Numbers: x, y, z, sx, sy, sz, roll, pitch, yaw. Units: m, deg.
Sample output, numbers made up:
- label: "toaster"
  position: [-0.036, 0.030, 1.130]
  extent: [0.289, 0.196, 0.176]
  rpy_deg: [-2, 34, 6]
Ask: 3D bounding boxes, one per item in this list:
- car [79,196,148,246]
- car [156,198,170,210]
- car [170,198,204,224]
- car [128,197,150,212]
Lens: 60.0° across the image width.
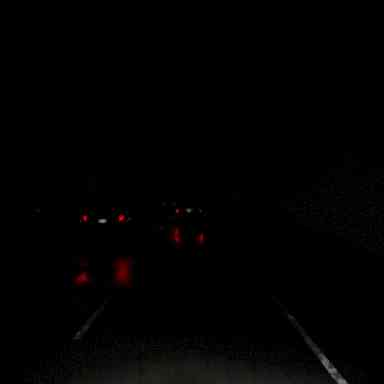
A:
- label: "car"
  position: [-3.421, 1.188, 15.271]
  extent: [2.150, 2.045, 5.566]
  rpy_deg: [0, 0, -1]
- label: "car"
  position: [-3.303, 1.457, 41.657]
  extent: [2.033, 1.411, 5.357]
  rpy_deg: [0, 0, -15]
- label: "car"
  position: [-0.377, 1.300, 24.485]
  extent: [2.097, 1.767, 4.553]
  rpy_deg: [0, 0, -4]
- label: "car"
  position: [-6.241, 1.406, 38.891]
  extent: [2.128, 1.511, 4.902]
  rpy_deg: [0, 0, -13]
